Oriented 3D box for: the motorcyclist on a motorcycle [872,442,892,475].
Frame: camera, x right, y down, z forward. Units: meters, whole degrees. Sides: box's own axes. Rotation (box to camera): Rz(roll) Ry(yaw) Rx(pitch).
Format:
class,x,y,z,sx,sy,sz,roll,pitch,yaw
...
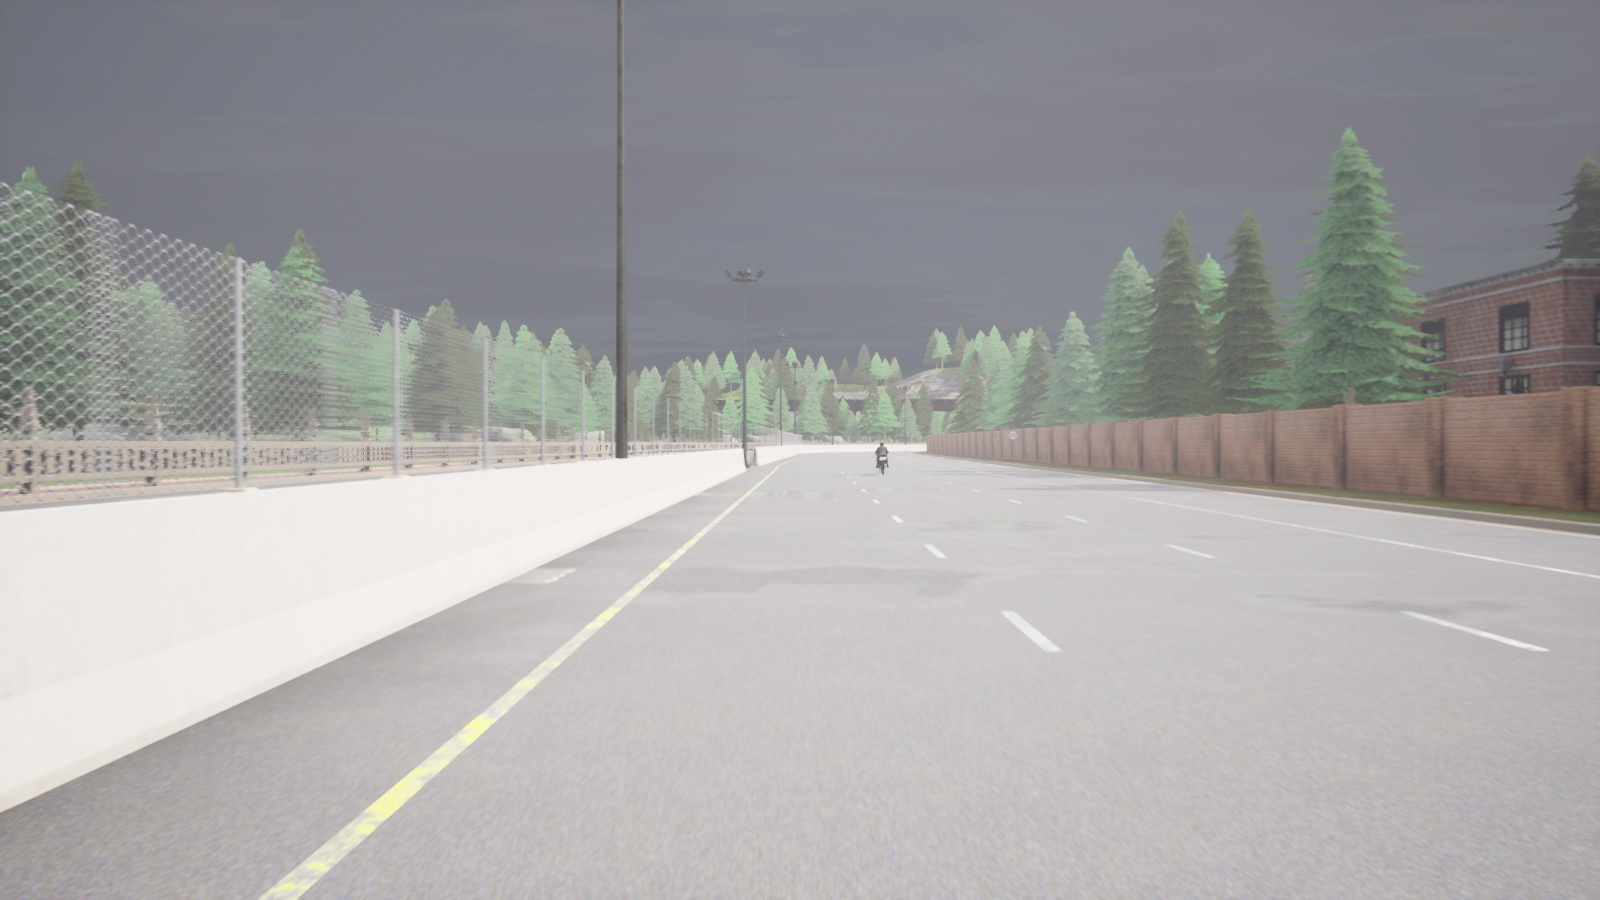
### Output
class,x,y,z,sx,sy,sz,roll,pitch,yaw
motorcyclist on a motorcycle,3.843,0.404,58.816,0.797,1.523,2.044,0,0,0
